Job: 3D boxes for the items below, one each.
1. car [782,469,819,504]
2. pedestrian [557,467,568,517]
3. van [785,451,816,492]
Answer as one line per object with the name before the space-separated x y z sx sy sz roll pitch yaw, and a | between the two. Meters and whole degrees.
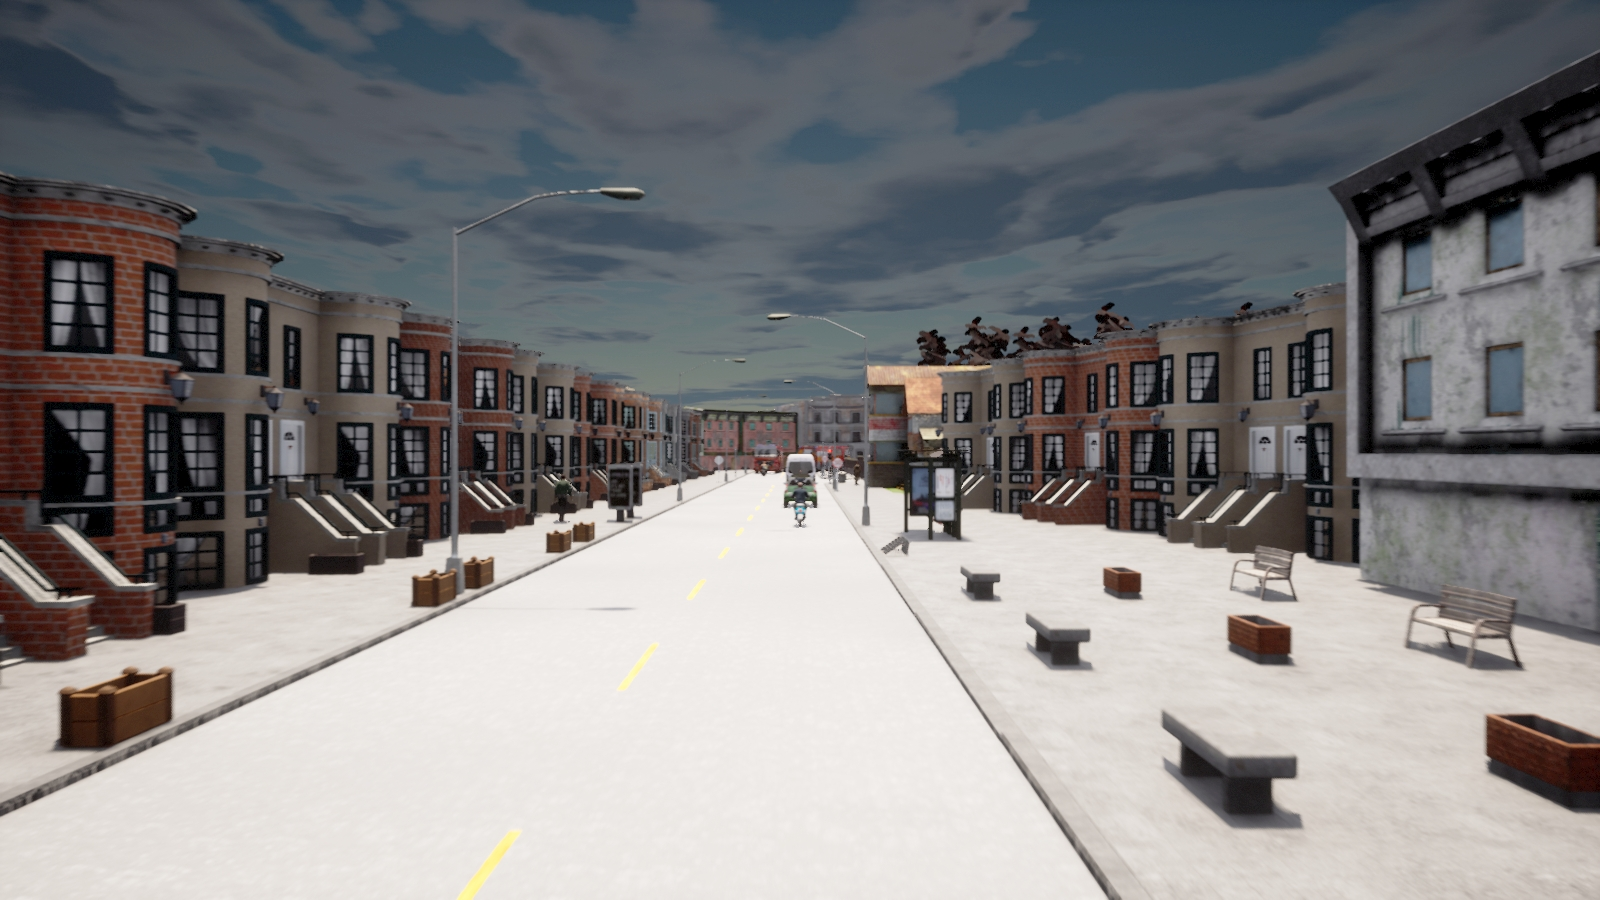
car | 0.026 1.821 58.037 1.851 1.617 3.988 0 0 0
pedestrian | -8.925 1.555 42.864 0.375 1.860 0.375 0 0 -7
van | 0.037 1.368 75.469 1.988 2.561 5.915 0 0 0
